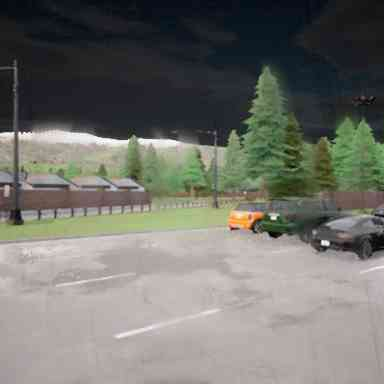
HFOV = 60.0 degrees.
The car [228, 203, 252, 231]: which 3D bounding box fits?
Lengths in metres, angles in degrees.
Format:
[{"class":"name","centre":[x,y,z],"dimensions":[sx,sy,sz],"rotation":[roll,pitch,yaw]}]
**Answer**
[{"class":"car","centre":[4.348,1.410,19.771],"dimensions":[4.553,1.767,2.097],"rotation":[0,0,-35]}]

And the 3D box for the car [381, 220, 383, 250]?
[{"class":"car","centre":[7.451,1.521,9.106],"dimensions":[5.008,1.535,1.882],"rotation":[0,0,-35]}]

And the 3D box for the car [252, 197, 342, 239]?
[{"class":"car","centre":[5.877,1.276,16.561],"dimensions":[5.566,2.045,2.150],"rotation":[0,0,-35]}]

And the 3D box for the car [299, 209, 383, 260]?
[{"class":"car","centre":[6.413,1.573,12.657],"dimensions":[4.674,1.442,1.812],"rotation":[0,0,-35]}]

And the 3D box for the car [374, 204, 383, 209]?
[{"class":"car","centre":[17.579,1.684,29.208],"dimensions":[4.181,1.385,1.994],"rotation":[0,0,-35]}]
